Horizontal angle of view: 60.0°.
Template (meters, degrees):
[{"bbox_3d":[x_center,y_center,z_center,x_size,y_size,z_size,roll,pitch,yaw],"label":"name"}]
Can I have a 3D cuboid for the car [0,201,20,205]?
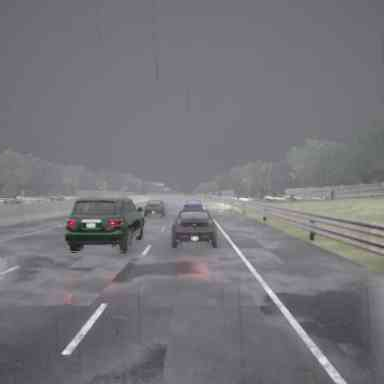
[{"bbox_3d":[-21.083,1.638,37.768,1.895,1.301,4.718,0,0,0],"label":"car"}]

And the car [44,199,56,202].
[{"bbox_3d":[-17.573,1.610,42.023,1.994,1.385,4.181,0,0,0],"label":"car"}]

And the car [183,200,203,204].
[{"bbox_3d":[0.108,1.505,33.187,1.882,1.535,5.008,0,0,0],"label":"car"}]

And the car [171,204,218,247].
[{"bbox_3d":[0.104,1.510,15.040,1.837,1.490,4.892,0,0,0],"label":"car"}]

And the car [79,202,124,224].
[{"bbox_3d":[-6.893,1.564,26.041,2.033,1.411,5.357,0,0,0],"label":"car"}]

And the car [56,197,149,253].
[{"bbox_3d":[-3.384,1.226,13.927,2.150,2.045,5.566,0,0,0],"label":"car"}]

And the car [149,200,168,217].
[{"bbox_3d":[-3.392,1.530,31.669,1.837,1.490,4.892,0,0,0],"label":"car"}]
